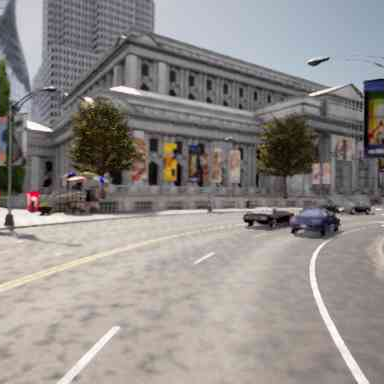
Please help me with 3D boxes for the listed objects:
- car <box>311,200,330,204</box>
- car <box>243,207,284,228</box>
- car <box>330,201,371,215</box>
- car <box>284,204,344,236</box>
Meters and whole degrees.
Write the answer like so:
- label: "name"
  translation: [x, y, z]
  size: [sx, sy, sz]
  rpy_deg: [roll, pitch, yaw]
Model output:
- label: "car"
  translation: [15.851, 1.768, 40.431]
  size: [4.892, 1.490, 1.837]
  rpy_deg: [1, 0, -33]
- label: "car"
  translation: [5.503, 1.705, 23.114]
  size: [1.895, 1.301, 4.718]
  rpy_deg: [1, 0, 39]
- label: "car"
  translation: [18.433, 1.809, 37.935]
  size: [4.902, 1.511, 2.128]
  rpy_deg: [1, 0, -34]
- label: "car"
  translation: [7.208, 1.645, 19.388]
  size: [1.812, 1.442, 4.674]
  rpy_deg: [1, 0, 36]
